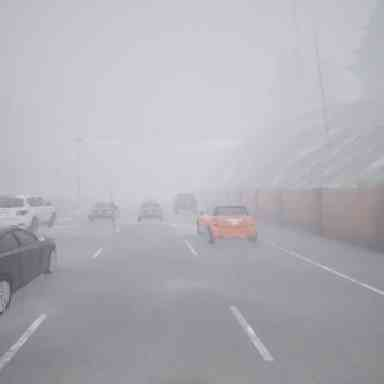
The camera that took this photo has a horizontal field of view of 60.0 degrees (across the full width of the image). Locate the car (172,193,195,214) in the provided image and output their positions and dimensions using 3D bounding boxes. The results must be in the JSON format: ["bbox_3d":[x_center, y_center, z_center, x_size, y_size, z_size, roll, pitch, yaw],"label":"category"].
[{"bbox_3d":[-0.819,1.154,34.872,2.150,2.045,5.566,0,0,-7],"label":"car"}]

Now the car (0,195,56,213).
[{"bbox_3d":[-9.422,1.189,18.691,2.150,2.045,5.566,0,0,-7],"label":"car"}]

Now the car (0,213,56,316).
[{"bbox_3d":[-4.519,1.465,7.340,1.882,1.535,5.008,0,0,-7],"label":"car"}]

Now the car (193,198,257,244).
[{"bbox_3d":[1.498,1.321,15.874,2.097,1.767,4.553,0,0,-7],"label":"car"}]

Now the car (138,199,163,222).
[{"bbox_3d":[-3.295,1.498,26.259,2.033,1.411,5.357,0,0,-7],"label":"car"}]

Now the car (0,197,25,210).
[{"bbox_3d":[-22.963,1.405,41.790,1.882,1.535,5.008,0,0,-6],"label":"car"}]

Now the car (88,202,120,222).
[{"bbox_3d":[-6.791,1.500,26.030,2.033,1.411,5.357,0,0,-7],"label":"car"}]
